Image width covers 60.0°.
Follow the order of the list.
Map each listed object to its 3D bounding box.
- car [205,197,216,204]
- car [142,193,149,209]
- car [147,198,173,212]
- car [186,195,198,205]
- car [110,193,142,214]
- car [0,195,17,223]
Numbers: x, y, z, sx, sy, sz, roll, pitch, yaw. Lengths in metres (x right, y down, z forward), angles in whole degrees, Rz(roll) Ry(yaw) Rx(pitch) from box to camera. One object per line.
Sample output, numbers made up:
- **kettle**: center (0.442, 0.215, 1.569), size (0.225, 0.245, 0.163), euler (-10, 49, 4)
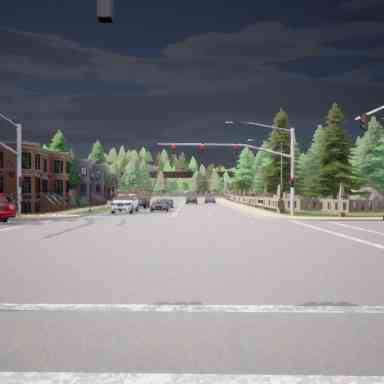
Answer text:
- **car**: center (3.542, 1.564, 65.227), size (1.994, 1.385, 4.181), euler (0, 0, 0)
- **car**: center (-7.110, 1.221, 45.754), size (2.150, 2.045, 5.566), euler (0, 0, 0)
- **car**: center (-3.595, 1.564, 38.332), size (1.994, 1.385, 4.181), euler (0, 0, 0)
- **car**: center (-0.054, 1.352, 60.247), size (2.097, 1.767, 4.553), euler (0, 0, 0)
- **car**: center (-7.103, 1.221, 35.636), size (2.150, 2.045, 5.566), euler (0, 0, 0)
- **car**: center (-15.320, 1.221, 23.310), size (5.566, 2.045, 2.150), euler (0, 0, 0)
